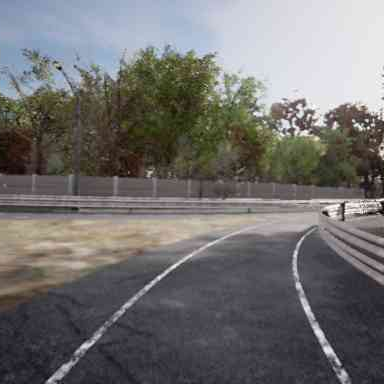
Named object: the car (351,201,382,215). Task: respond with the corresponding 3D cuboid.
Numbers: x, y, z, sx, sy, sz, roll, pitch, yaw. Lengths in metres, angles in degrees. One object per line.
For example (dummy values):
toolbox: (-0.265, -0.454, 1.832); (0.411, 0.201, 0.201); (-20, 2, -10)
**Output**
car: (19.080, 1.653, 36.037); (5.357, 1.411, 2.033); (1, 1, -41)
